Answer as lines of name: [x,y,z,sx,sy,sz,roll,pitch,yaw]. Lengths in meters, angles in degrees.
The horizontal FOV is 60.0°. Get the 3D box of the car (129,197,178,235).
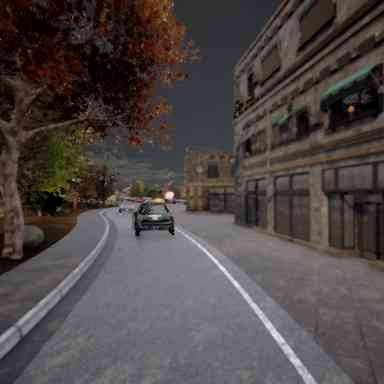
car: [-2.357,1.383,19.253,2.097,1.767,4.553,0,0,-13]

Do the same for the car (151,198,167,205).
car: [-8.472,2.357,84.633,2.097,1.535,5.008,4,-2,-28]

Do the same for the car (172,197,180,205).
car: [-6.011,2.274,85.976,2.435,2.045,5.566,4,-2,-28]

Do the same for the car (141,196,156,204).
car: [-10.934,2.055,83.373,2.185,1.767,4.553,4,-2,-28]

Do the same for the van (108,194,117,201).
van: [-21.963,1.681,92.156,1.878,1.987,4.442,4,-2,-28]

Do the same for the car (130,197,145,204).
car: [-13.399,2.026,82.065,2.163,1.488,4.792,4,-2,-28]

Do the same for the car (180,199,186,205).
car: [-3.545,2.684,87.240,2.231,1.521,4.892,3,-2,-28]

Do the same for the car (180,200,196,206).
car: [-1.083,2.860,88.517,2.163,1.488,4.792,3,-2,-28]

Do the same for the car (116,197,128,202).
car: [-19.681,2.122,93.508,2.002,1.452,4.674,4,-2,-28]

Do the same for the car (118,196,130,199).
car: [-15.826,1.842,80.714,2.163,1.488,4.792,4,-2,-28]

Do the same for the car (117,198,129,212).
car: [-7.766,1.740,39.960,1.895,1.301,4.718,0,-1,-10]
